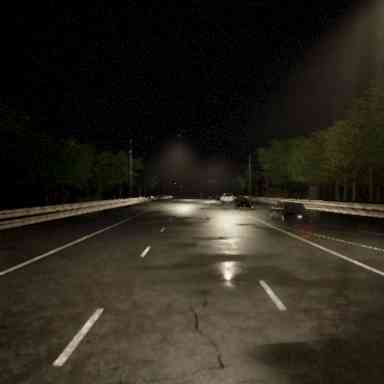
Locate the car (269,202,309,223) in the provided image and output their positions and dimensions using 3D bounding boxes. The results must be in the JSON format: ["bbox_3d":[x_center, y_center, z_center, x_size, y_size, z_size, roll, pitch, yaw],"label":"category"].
[{"bbox_3d":[7.429,1.512,25.849,1.837,1.490,4.892,-1,0,-4],"label":"car"}]

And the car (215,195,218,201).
[{"bbox_3d":[7.160,1.555,86.837,2.097,1.767,4.553,0,-1,0],"label":"car"}]

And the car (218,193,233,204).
[{"bbox_3d":[7.065,1.278,66.839,2.150,2.045,5.566,0,0,0],"label":"car"}]

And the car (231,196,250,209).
[{"bbox_3d":[7.019,1.536,46.757,1.812,1.442,4.674,0,0,0],"label":"car"}]
